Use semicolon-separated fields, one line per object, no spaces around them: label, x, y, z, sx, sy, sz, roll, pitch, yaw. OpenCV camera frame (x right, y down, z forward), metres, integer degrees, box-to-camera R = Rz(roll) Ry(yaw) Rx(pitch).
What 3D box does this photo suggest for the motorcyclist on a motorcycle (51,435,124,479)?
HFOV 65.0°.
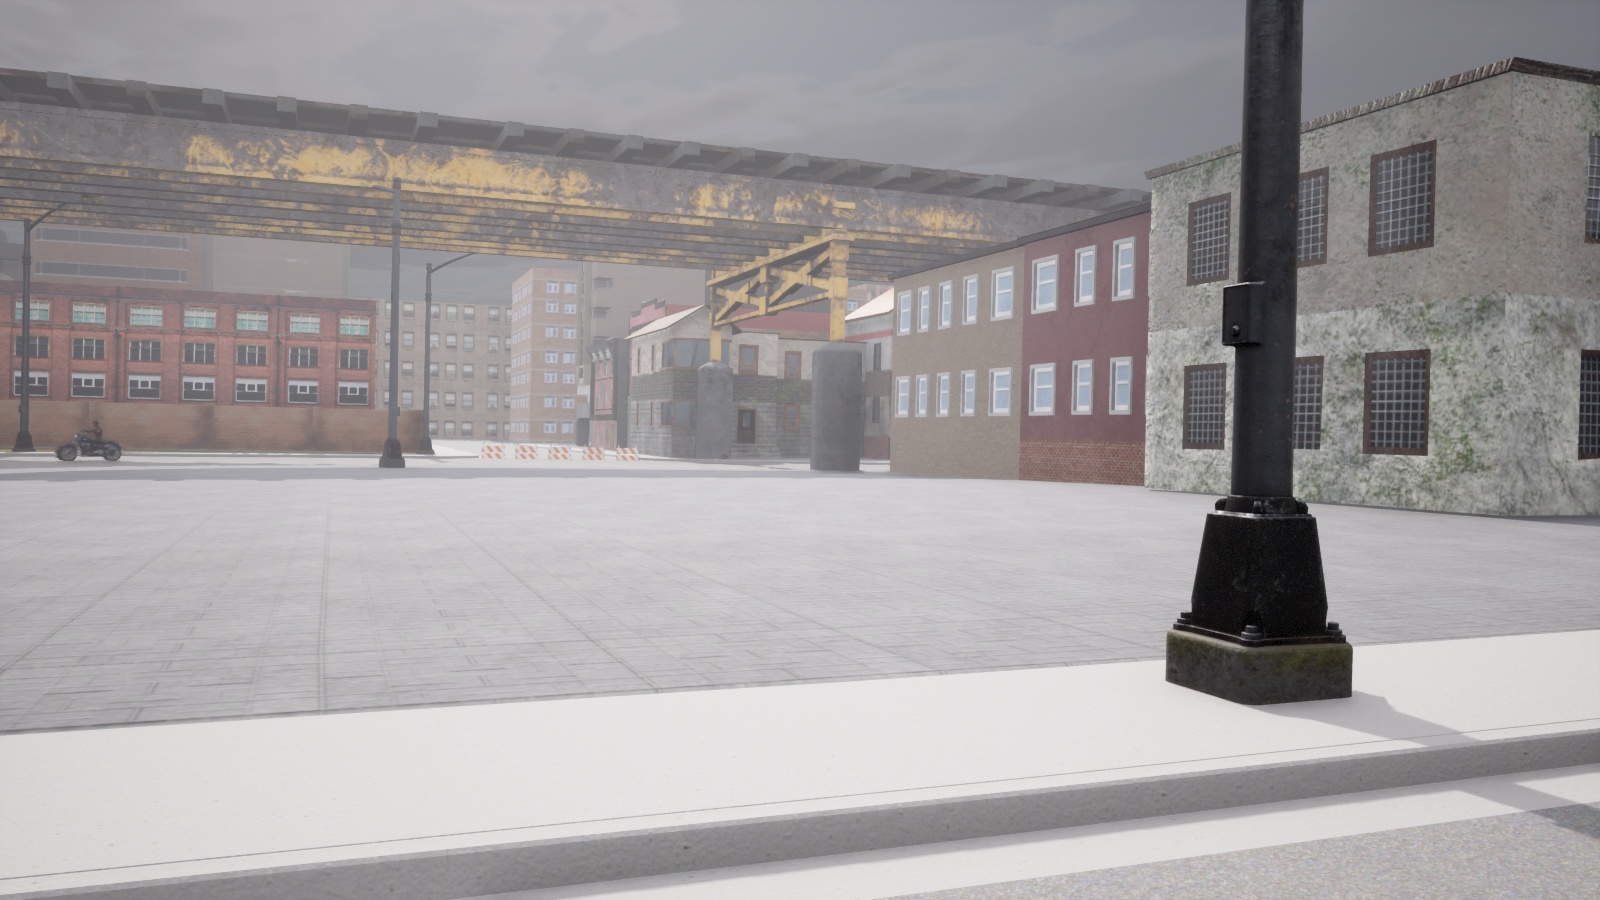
motorcyclist on a motorcycle;-27.686;0.252;48.808;0.766;1.649;2.350;1;1;38
